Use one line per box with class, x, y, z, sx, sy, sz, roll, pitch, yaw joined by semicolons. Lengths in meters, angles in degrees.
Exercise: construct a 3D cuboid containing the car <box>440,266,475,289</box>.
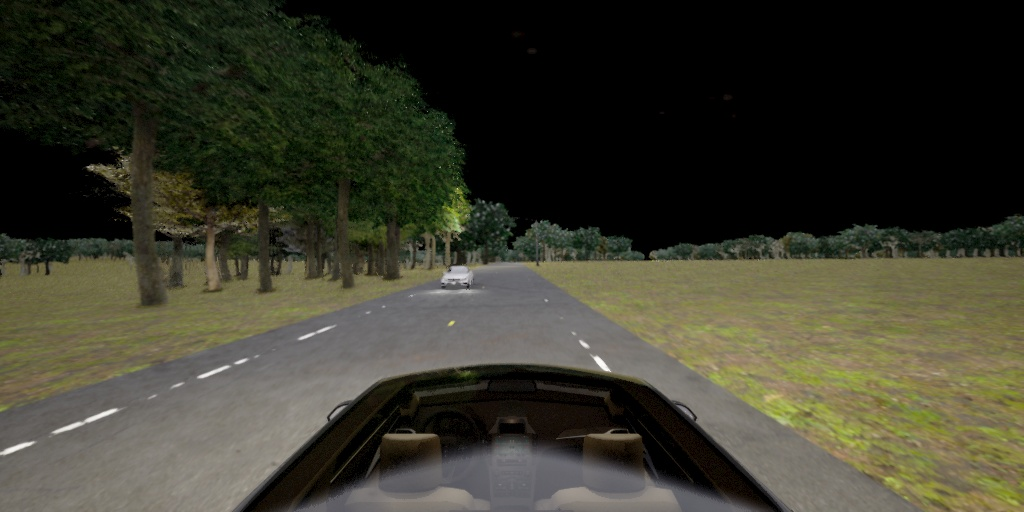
car;-3.690;1.432;24.908;1.812;1.442;4.674;0;0;0
